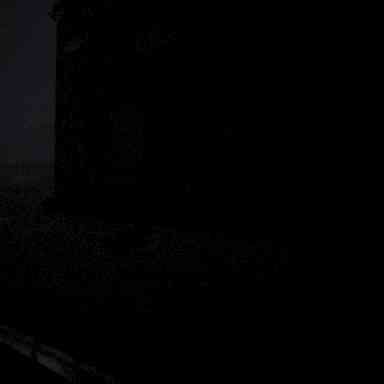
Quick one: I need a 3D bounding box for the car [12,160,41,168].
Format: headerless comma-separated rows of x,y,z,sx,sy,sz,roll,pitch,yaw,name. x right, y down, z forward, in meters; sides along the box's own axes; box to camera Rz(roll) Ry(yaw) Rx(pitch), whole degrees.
-22.003,-3.700,46.070,4.892,1.521,2.231,2,1,27,car

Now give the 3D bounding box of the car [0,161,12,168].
-26.832,-3.802,48.532,4.674,1.452,2.002,2,1,28,car

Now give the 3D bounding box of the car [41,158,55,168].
-16.924,-3.661,43.624,4.553,1.767,2.185,2,1,26,car
